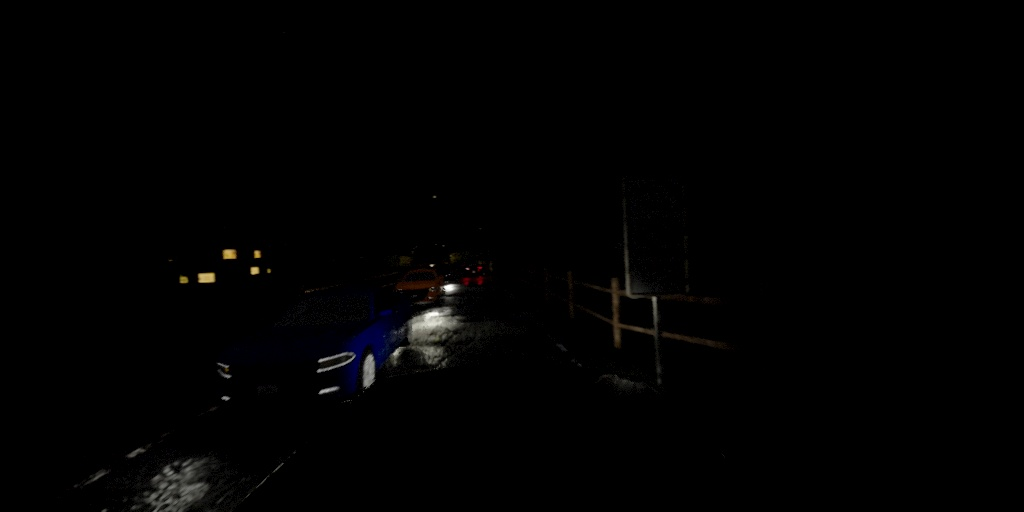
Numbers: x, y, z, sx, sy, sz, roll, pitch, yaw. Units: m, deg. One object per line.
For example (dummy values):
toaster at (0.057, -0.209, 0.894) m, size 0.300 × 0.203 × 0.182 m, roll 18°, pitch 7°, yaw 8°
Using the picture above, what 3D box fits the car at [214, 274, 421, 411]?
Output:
car at (-3.183, 1.348, 6.815) m, size 1.882 × 1.535 × 5.008 m, roll -2°, pitch 0°, yaw -5°

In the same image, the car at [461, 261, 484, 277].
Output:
car at (-4.059, 1.369, 37.296) m, size 1.812 × 1.442 × 4.674 m, roll -2°, pitch 0°, yaw -8°

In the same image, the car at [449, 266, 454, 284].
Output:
car at (-5.796, 1.435, 29.225) m, size 1.837 × 1.490 × 4.892 m, roll -2°, pitch 0°, yaw -8°

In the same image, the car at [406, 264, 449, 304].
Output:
car at (-4.271, 1.371, 17.151) m, size 1.882 × 1.535 × 5.008 m, roll -2°, pitch 0°, yaw -7°
